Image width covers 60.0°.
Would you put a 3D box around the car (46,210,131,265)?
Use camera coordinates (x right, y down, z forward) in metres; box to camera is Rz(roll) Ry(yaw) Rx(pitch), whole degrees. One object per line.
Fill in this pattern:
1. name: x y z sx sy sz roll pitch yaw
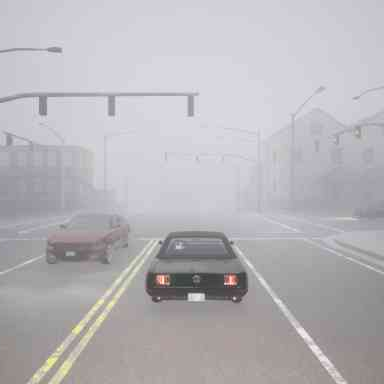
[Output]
1. car: -3.449 1.478 11.941 1.882 1.535 5.008 0 0 0

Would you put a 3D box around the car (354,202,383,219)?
1. car: 16.029 1.564 28.152 4.181 1.385 1.994 0 0 0

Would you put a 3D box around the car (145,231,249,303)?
1. car: 0.103 1.601 8.187 1.895 1.301 4.718 0 0 0
